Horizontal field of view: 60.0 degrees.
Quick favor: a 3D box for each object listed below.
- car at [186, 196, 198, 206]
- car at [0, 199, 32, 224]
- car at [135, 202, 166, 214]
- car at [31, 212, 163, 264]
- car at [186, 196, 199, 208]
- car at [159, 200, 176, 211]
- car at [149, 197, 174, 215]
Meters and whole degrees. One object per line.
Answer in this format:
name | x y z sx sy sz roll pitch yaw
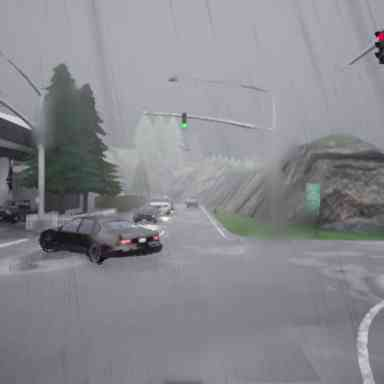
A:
car | -0.009 1.777 66.570 2.150 2.045 5.566 0 0 -2
car | -14.528 1.540 27.021 1.905 1.878 3.866 0 0 -1
car | -3.596 1.780 27.703 2.033 1.411 5.357 0 0 0
car | -3.431 1.546 11.809 5.357 1.411 2.033 -1 -1 41
car | 0.077 1.948 56.359 1.882 1.535 5.008 0 0 0
car | -3.554 1.955 48.706 2.033 1.411 5.357 0 0 0
car | -3.589 1.540 38.062 2.150 2.045 5.566 0 0 0
